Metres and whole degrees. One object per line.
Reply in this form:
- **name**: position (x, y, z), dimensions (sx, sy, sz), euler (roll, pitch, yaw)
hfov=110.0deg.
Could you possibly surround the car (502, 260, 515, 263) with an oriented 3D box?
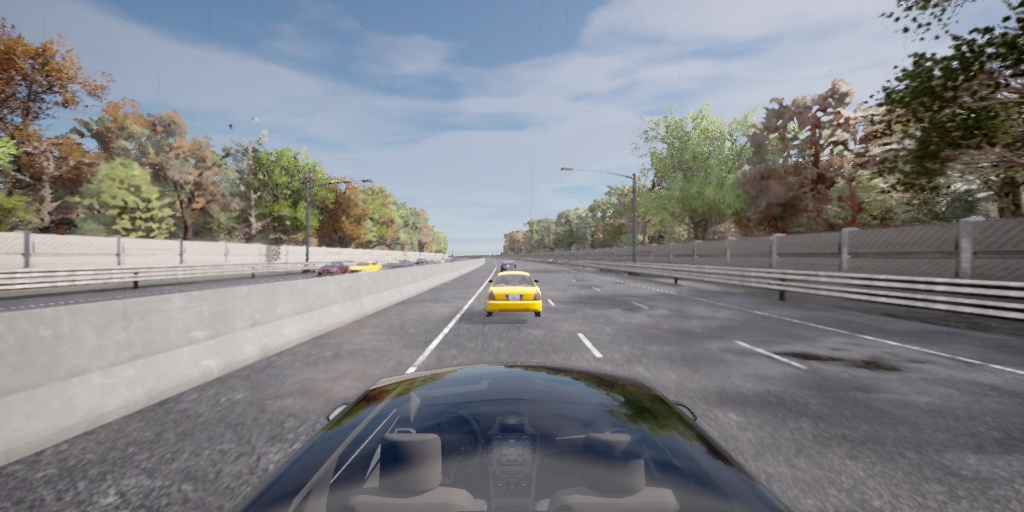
- **car**: position (-0.445, 1.269, 44.877), dimensions (2.163, 1.488, 4.792), euler (0, 0, -1)

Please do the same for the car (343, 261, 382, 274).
- **car**: position (-14.438, 1.239, 35.502), dimensions (1.882, 1.535, 5.008), euler (0, 0, -1)

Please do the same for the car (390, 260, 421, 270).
- **car**: position (-10.951, 1.326, 36.322), dimensions (1.994, 1.385, 4.181), euler (0, 0, -1)

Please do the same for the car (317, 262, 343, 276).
- **car**: position (-17.954, 1.325, 36.512), dimensions (1.994, 1.385, 4.181), euler (0, 0, -1)

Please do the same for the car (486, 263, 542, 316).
- **car**: position (0.050, 1.211, 13.242), dimensions (1.801, 1.575, 5.366), euler (0, 0, 0)
